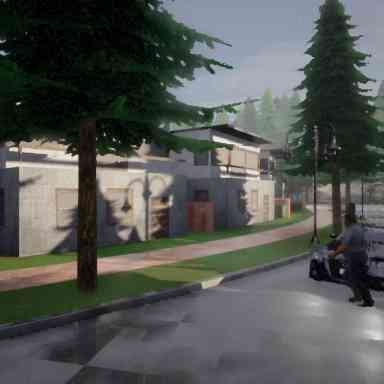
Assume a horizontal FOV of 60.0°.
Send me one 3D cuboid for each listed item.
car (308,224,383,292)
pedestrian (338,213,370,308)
[{"bbox_3d":[4.735,1.563,8.731,1.994,1.385,4.181,0,0,43],"label":"car"},{"bbox_3d":[3.196,1.294,6.569,0.375,1.860,0.375,0,0,-43],"label":"pedestrian"}]
